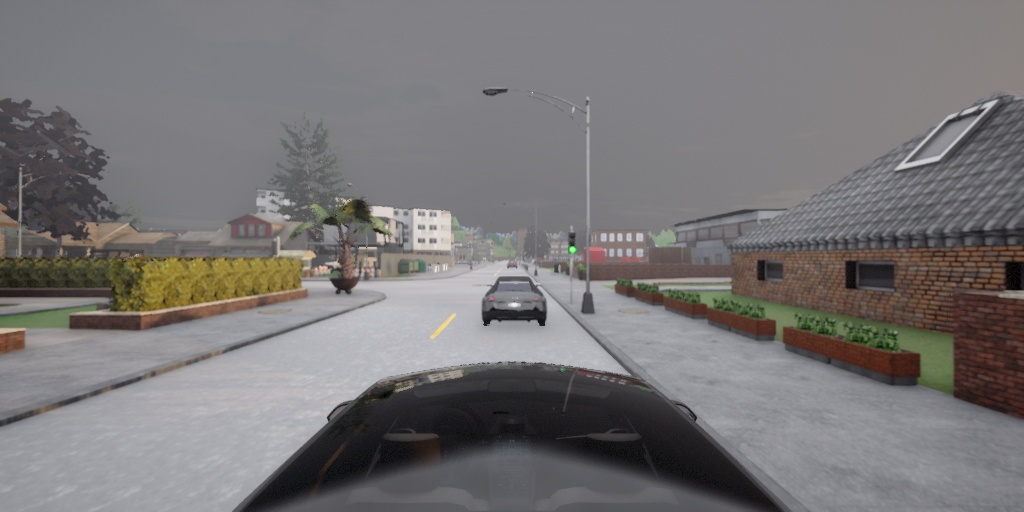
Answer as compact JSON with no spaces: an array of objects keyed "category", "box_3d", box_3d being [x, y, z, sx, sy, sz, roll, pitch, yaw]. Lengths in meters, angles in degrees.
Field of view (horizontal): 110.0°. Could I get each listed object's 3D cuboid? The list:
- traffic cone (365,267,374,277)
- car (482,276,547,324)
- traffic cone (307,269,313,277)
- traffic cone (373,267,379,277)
[{"category":"traffic cone","box_3d":[-15.781,1.802,39.732,0.344,0.586,0.344,0,0,0]},{"category":"car","box_3d":[0.074,1.380,12.212,1.994,1.385,4.181,0,0,0]},{"category":"traffic cone","box_3d":[-19.824,1.779,34.845,0.344,0.586,0.344,0,0,0]},{"category":"traffic cone","box_3d":[-15.421,1.802,40.302,0.344,0.586,0.344,0,0,0]}]
